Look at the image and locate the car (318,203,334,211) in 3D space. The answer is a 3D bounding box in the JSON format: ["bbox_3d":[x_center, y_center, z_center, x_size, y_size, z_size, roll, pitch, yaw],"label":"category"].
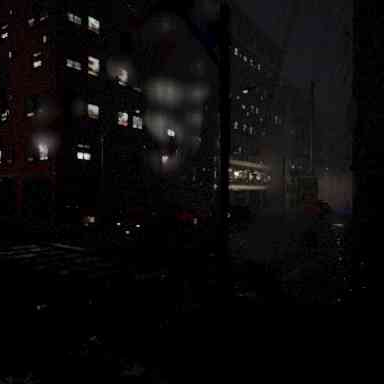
[{"bbox_3d":[25.186,2.719,62.520,1.887,1.381,4.507,-1,-2,35],"label":"car"}]

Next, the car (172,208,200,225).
[{"bbox_3d":[-1.167,1.893,25.351,1.887,1.381,4.507,-1,-2,35],"label":"car"}]

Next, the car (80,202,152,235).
[{"bbox_3d":[-4.460,1.560,20.710,2.192,1.841,5.009,-1,-2,35],"label":"car"}]

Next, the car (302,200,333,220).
[{"bbox_3d":[13.688,1.921,36.266,2.150,2.045,5.566,0,-1,35],"label":"car"}]

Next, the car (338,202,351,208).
[{"bbox_3d":[35.068,3.030,76.459,1.887,1.381,4.507,-1,-2,35],"label":"car"}]

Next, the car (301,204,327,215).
[{"bbox_3d":[17.132,2.416,46.508,2.033,1.411,5.357,0,-1,36],"label":"car"}]

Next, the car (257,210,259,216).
[{"bbox_3d":[5.324,2.076,34.505,1.752,1.417,4.829,-1,-2,35],"label":"car"}]

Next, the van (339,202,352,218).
[{"bbox_3d":[18.855,2.153,39.162,1.690,1.788,3.998,-1,-2,35],"label":"van"}]

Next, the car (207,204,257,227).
[{"bbox_3d":[3.127,1.785,26.901,2.097,1.767,4.553,0,-1,35],"label":"car"}]

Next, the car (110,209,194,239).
[{"bbox_3d":[-2.163,1.867,19.445,1.895,1.301,4.718,0,-1,35],"label":"car"}]

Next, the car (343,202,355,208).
[{"bbox_3d":[38.362,3.134,81.105,1.887,1.381,4.507,-1,-2,35],"label":"car"}]
